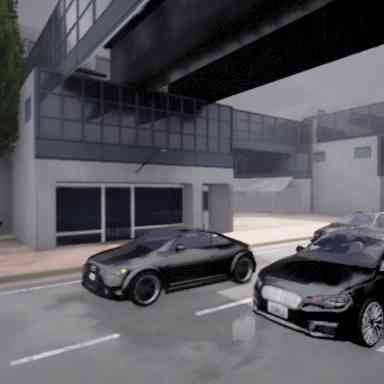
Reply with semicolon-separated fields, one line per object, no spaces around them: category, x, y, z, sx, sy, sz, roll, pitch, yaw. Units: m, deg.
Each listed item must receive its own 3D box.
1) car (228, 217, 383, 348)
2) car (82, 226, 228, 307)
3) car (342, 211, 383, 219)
car;3.293;1.468;6.307;4.902;1.511;2.128;0;0;-34
car;-0.414;1.546;7.981;4.181;1.385;1.994;0;0;-35
car;7.085;1.497;13.313;5.357;1.411;2.033;0;0;-35
